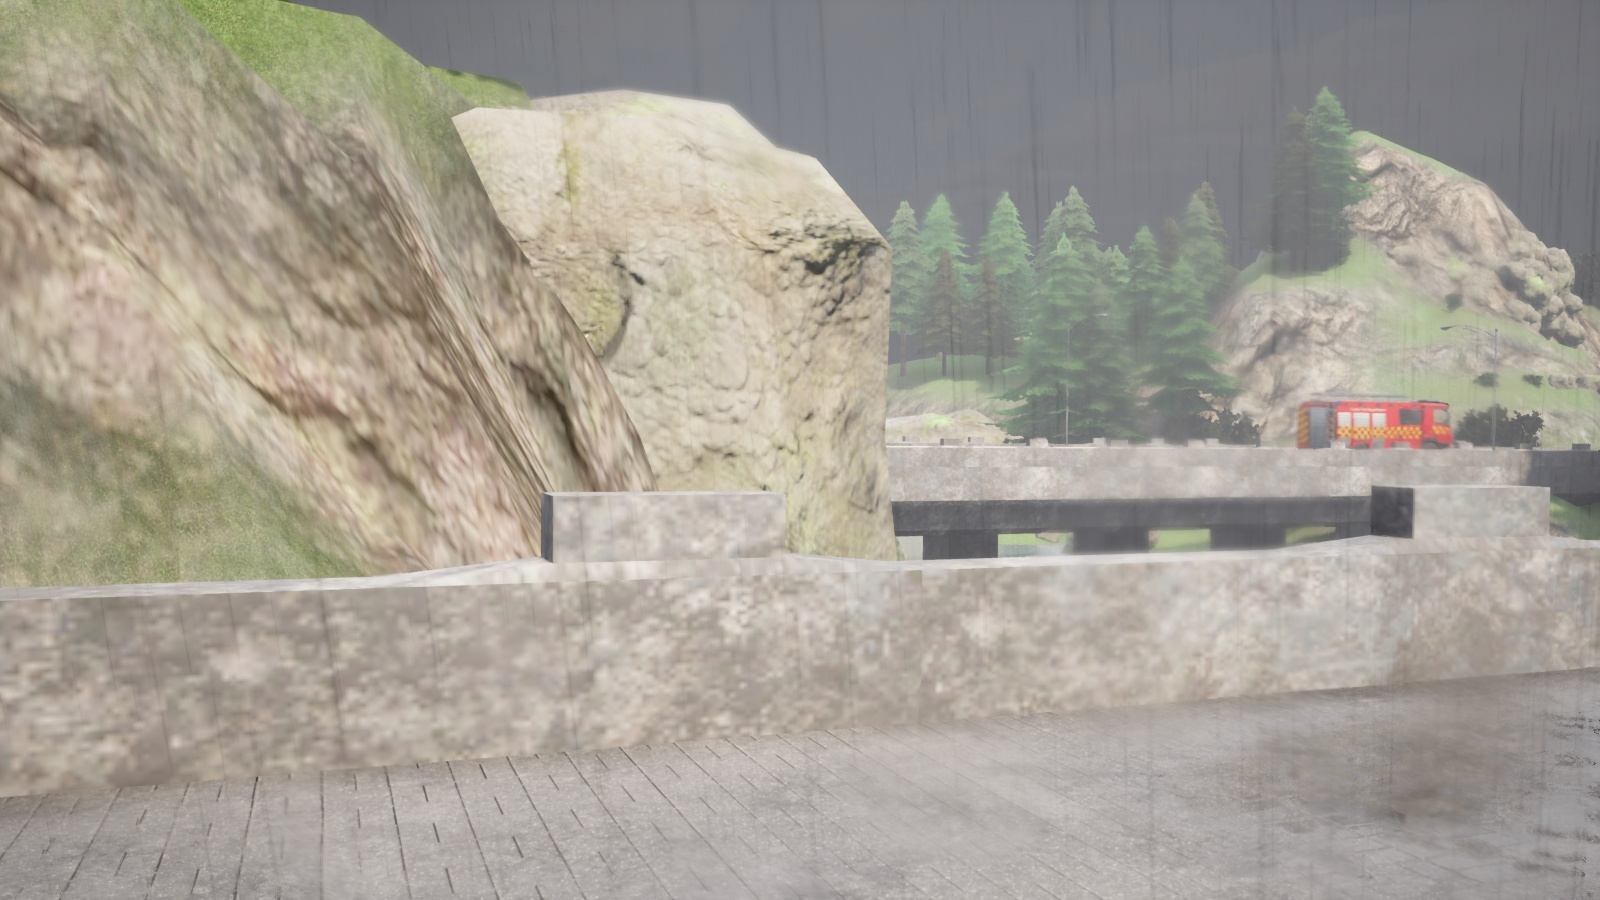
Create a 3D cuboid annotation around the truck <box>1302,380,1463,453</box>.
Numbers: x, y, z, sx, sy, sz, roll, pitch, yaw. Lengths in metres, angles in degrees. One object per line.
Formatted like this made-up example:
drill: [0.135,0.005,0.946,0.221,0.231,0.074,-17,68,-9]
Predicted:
truck: [31.939,-1.832,68.868,8.468,3.827,2.891,-1,1,-21]
